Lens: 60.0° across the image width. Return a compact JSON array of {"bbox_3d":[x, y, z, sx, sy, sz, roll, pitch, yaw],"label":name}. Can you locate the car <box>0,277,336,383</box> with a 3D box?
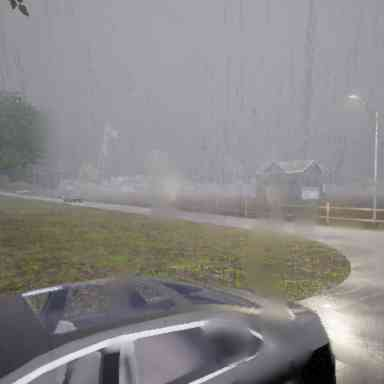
[{"bbox_3d":[-0.992,1.502,2.241,4.902,1.511,2.128,0,0,-36],"label":"car"}]

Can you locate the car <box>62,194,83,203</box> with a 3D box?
[{"bbox_3d":[-18.514,0.965,51.303,2.033,1.411,5.357,2,-1,-36],"label":"car"}]
